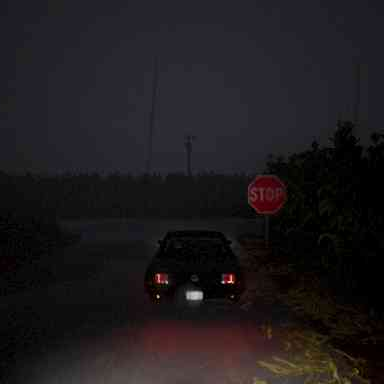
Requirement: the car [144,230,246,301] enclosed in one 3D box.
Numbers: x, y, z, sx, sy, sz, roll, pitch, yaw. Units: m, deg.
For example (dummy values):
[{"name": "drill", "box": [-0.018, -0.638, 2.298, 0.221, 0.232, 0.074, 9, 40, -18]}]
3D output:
[{"name": "car", "box": [0.072, 1.600, 8.283, 1.895, 1.301, 4.718, 0, 0, 0]}]
